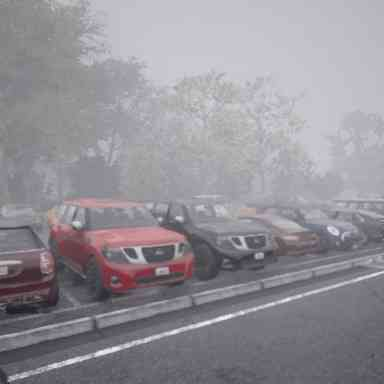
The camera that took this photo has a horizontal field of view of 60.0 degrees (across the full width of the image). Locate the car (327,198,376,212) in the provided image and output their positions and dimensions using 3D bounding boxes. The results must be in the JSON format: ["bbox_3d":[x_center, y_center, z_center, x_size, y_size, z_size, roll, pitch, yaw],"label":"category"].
[{"bbox_3d":[19.245,1.538,40.345,2.097,1.535,5.008,0,0,-36],"label":"car"}]

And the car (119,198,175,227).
[{"bbox_3d":[-3.365,1.384,24.233,2.185,1.767,4.553,0,0,-36],"label":"car"}]

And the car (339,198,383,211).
[{"bbox_3d":[21.506,1.528,41.959,2.231,1.521,4.892,0,0,-36],"label":"car"}]

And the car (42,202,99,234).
[{"bbox_3d":[-7.756,1.490,20.830,1.946,1.575,5.366,0,0,-36],"label":"car"}]

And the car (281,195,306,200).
[{"bbox_3d":[7.929,1.299,32.301,2.435,2.045,5.566,0,0,-36],"label":"car"}]

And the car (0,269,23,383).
[{"bbox_3d":[-3.448,1.499,1.227,4.892,1.490,1.837,0,0,-35],"label":"car"}]

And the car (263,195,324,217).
[{"bbox_3d":[10.222,1.302,33.868,2.435,2.045,5.566,0,0,-36],"label":"car"}]

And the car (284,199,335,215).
[{"bbox_3d":[12.446,1.584,35.528,2.163,1.488,4.792,0,0,-36],"label":"car"}]

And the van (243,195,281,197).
[{"bbox_3d":[5.619,1.317,30.758,1.878,1.987,4.442,0,0,-36],"label":"van"}]

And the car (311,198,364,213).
[{"bbox_3d":[16.875,1.544,38.885,1.946,1.575,5.366,0,0,-36],"label":"car"}]

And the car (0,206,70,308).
[{"bbox_3d":[-4.479,1.352,7.286,2.185,1.767,4.553,0,0,-36],"label":"car"}]

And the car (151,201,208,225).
[{"bbox_3d":[-1.071,1.547,25.799,2.163,1.488,4.792,0,0,-36],"label":"car"}]

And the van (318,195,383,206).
[{"bbox_3d":[9.121,1.301,17.185,1.878,1.987,4.442,0,0,-36],"label":"van"}]

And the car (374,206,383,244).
[{"bbox_3d":[6.911,1.520,15.454,2.231,1.521,4.892,0,0,-36],"label":"car"}]

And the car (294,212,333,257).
[{"bbox_3d":[2.347,1.542,12.198,2.002,1.452,4.674,0,0,-36],"label":"car"}]

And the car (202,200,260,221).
[{"bbox_3d":[3.321,1.531,29.201,1.946,1.575,5.366,0,0,-36],"label":"car"}]

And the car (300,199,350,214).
[{"bbox_3d":[14.744,1.585,37.099,2.163,1.488,4.792,0,0,-36],"label":"car"}]

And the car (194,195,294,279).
[{"bbox_3d":[0.082,1.242,10.547,2.435,2.045,5.566,0,0,-36],"label":"car"}]

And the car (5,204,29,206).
[{"bbox_3d":[-10.126,1.486,19.371,2.231,1.521,4.892,0,0,-36],"label":"car"}]

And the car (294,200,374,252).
[{"bbox_3d":[4.609,1.385,13.856,2.185,1.767,4.553,0,0,-36],"label":"car"}]

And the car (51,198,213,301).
[{"bbox_3d":[-2.199,1.234,8.918,2.435,2.045,5.566,0,0,-36],"label":"car"}]
